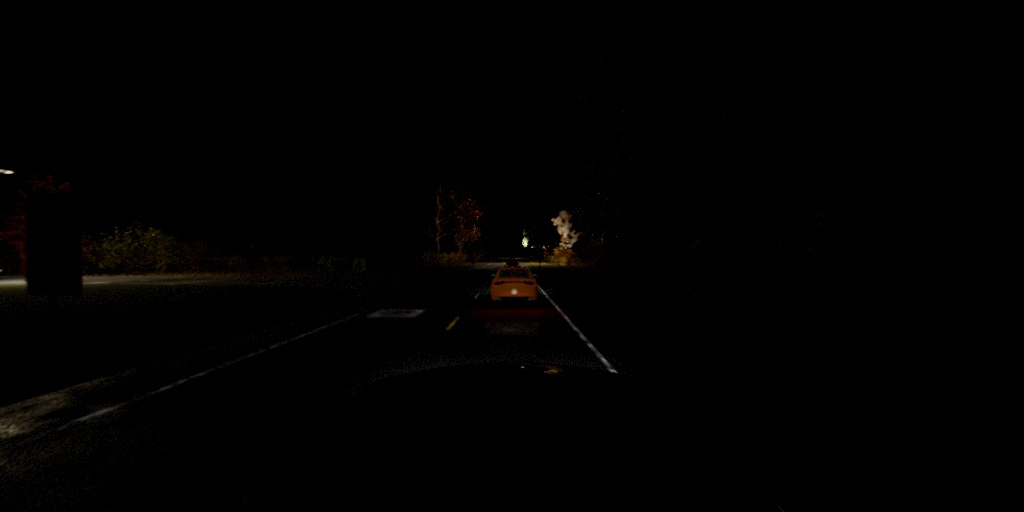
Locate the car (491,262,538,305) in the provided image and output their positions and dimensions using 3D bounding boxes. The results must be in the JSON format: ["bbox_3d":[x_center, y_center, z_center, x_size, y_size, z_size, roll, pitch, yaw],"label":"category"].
[{"bbox_3d":[0.092,1.227,16.190,1.882,1.535,5.008,0,0,0],"label":"car"}]

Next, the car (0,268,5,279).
[{"bbox_3d":[-38.565,1.017,24.907,4.902,1.511,2.128,0,0,-1],"label":"car"}]

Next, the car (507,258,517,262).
[{"bbox_3d":[0.089,1.284,45.724,1.994,1.385,4.181,0,0,0],"label":"car"}]
